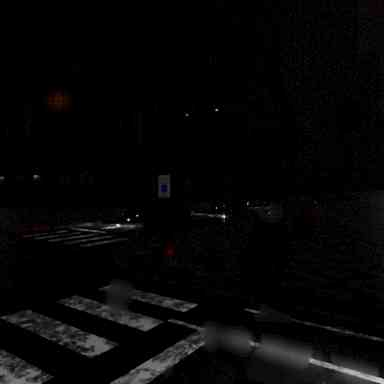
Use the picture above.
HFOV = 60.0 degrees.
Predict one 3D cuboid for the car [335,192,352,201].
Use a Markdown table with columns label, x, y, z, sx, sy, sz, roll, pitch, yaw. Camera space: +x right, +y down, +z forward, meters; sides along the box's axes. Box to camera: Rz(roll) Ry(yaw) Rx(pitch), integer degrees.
| label | x | y | z | sx | sy | sz | roll | pitch | yaw |
| --- | --- | --- | --- | --- | --- | --- | --- | --- | --- |
| car | 25.362 | 0.654 | 55.720 | 1.882 | 1.535 | 5.008 | 0 | 1 | 36 |

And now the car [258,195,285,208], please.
| label | x | y | z | sx | sy | sz | roll | pitch | yaw |
| --- | --- | --- | --- | --- | --- | --- | --- | --- | --- |
| car | 9.323 | 1.033 | 38.752 | 1.994 | 1.385 | 4.181 | 0 | 1 | 36 |

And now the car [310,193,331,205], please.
| label | x | y | z | sx | sy | sz | roll | pitch | yaw |
| --- | --- | --- | --- | --- | --- | --- | --- | --- | --- |
| car | 17.056 | 0.869 | 44.095 | 1.837 | 1.490 | 4.892 | 0 | 1 | 36 |

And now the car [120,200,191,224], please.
| label | x | y | z | sx | sy | sz | roll | pitch | yaw |
| --- | --- | --- | --- | --- | --- | --- | --- | --- | --- |
| car | -2.259 | 1.283 | 22.504 | 2.033 | 1.411 | 5.357 | 0 | 1 | 38 |

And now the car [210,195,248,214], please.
| label | x | y | z | sx | sy | sz | roll | pitch | yaw |
| --- | --- | --- | --- | --- | --- | --- | --- | --- | --- |
| car | 3.516 | 1.107 | 30.642 | 1.837 | 1.490 | 4.892 | 0 | 1 | 36 |
